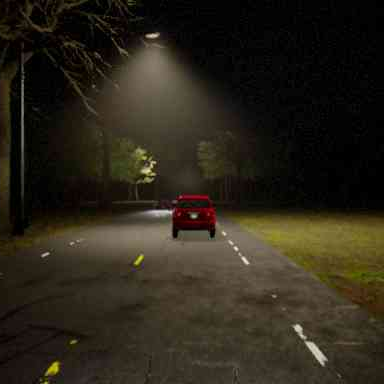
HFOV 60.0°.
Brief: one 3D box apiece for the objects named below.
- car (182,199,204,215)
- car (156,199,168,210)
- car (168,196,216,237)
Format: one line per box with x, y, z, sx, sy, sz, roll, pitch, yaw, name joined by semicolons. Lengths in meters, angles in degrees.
0.091;1.499;35.140;2.128;1.511;4.902;0;0;0;car
-3.601;1.609;43.455;1.895;1.301;4.718;0;0;0;car
0.095;1.227;18.262;2.150;2.045;5.566;0;0;0;car
